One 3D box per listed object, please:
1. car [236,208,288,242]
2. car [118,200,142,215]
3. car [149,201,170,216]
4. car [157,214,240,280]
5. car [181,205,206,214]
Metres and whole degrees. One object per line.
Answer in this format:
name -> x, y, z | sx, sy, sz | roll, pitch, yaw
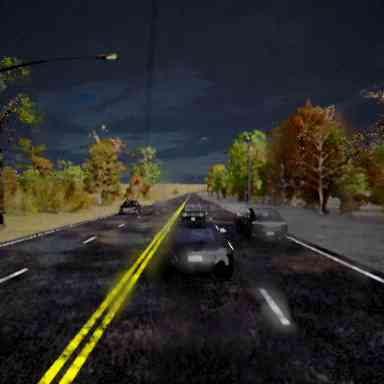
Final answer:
car -> 3.350, 1.523, 16.621 | 2.128, 1.511, 4.902 | 1, 1, 0
car -> -6.532, 1.610, 35.566 | 1.837, 1.490, 4.892 | 0, -1, 1
car -> -3.290, 1.649, 34.761 | 2.033, 1.411, 5.357 | 0, 0, 1
car -> 0.089, 1.593, 10.056 | 1.994, 1.385, 4.181 | 0, 0, 0
car -> 0.095, 1.678, 26.203 | 1.895, 1.301, 4.718 | 0, 0, 0
